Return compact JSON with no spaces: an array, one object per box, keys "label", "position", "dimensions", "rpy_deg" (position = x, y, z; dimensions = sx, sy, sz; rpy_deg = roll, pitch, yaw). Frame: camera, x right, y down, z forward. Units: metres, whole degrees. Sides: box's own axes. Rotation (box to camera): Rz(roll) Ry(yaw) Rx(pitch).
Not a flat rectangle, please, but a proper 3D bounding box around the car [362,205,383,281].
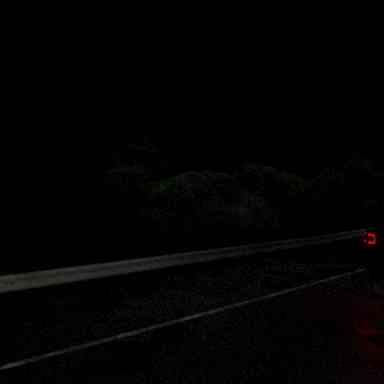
[{"label":"car","position":[6.715,1.298,8.921],"dimensions":[5.566,2.045,2.150],"rpy_deg":[1,0,-38]}]
